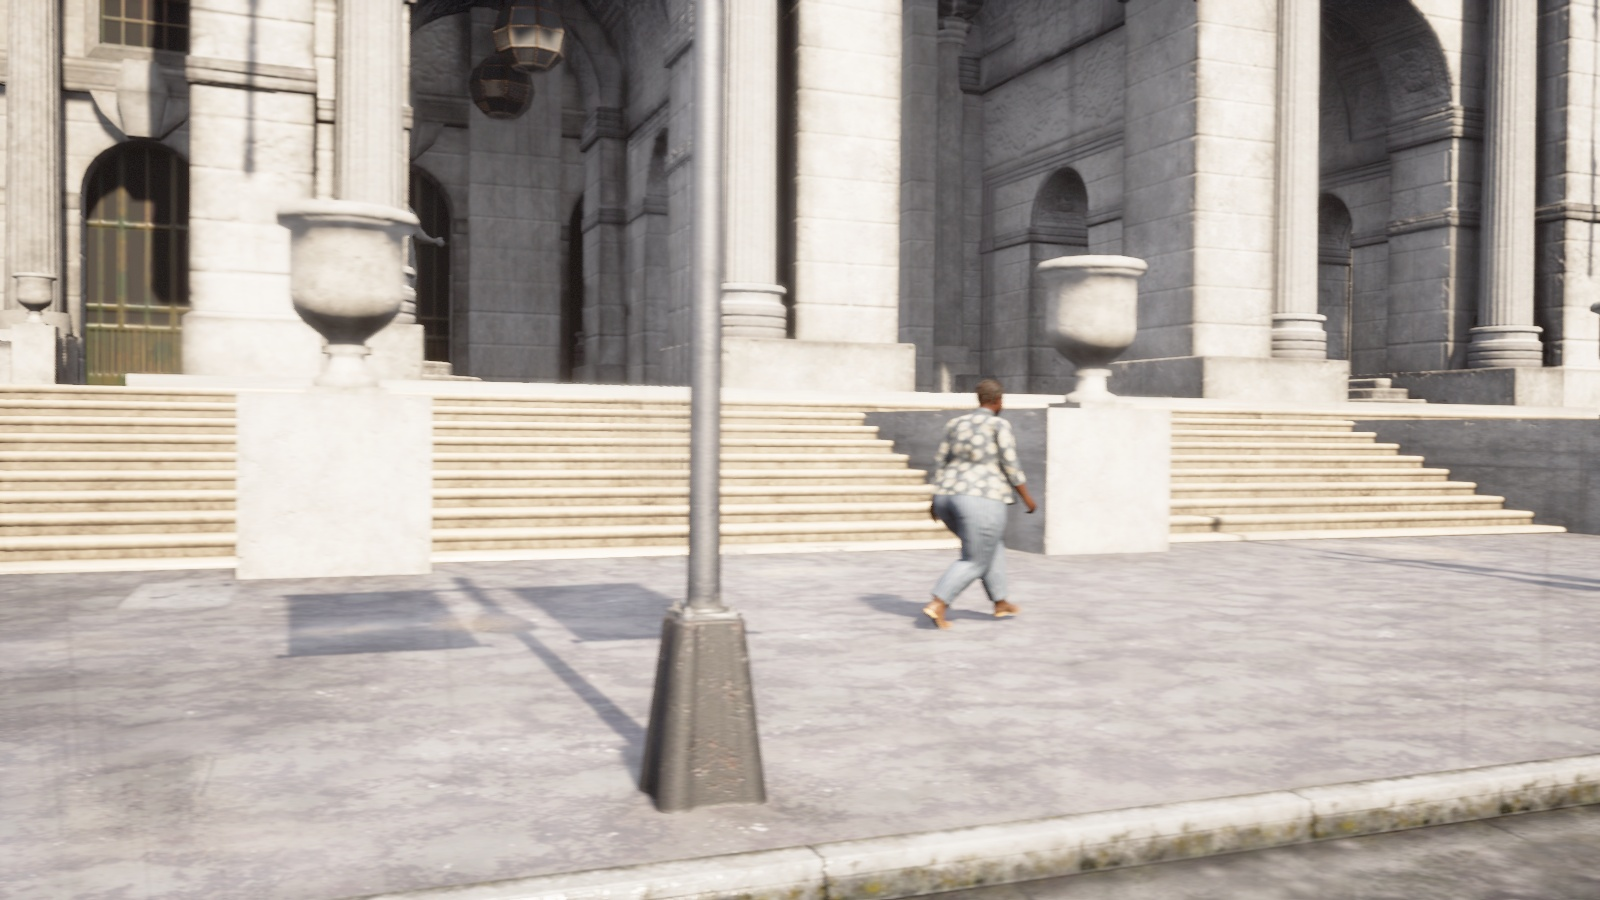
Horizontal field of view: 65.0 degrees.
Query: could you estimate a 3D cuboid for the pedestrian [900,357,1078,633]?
[{"bbox_3d":[1.355,0.293,9.052,0.900,1.855,0.874,-1,1,-33],"label":"pedestrian"}]
